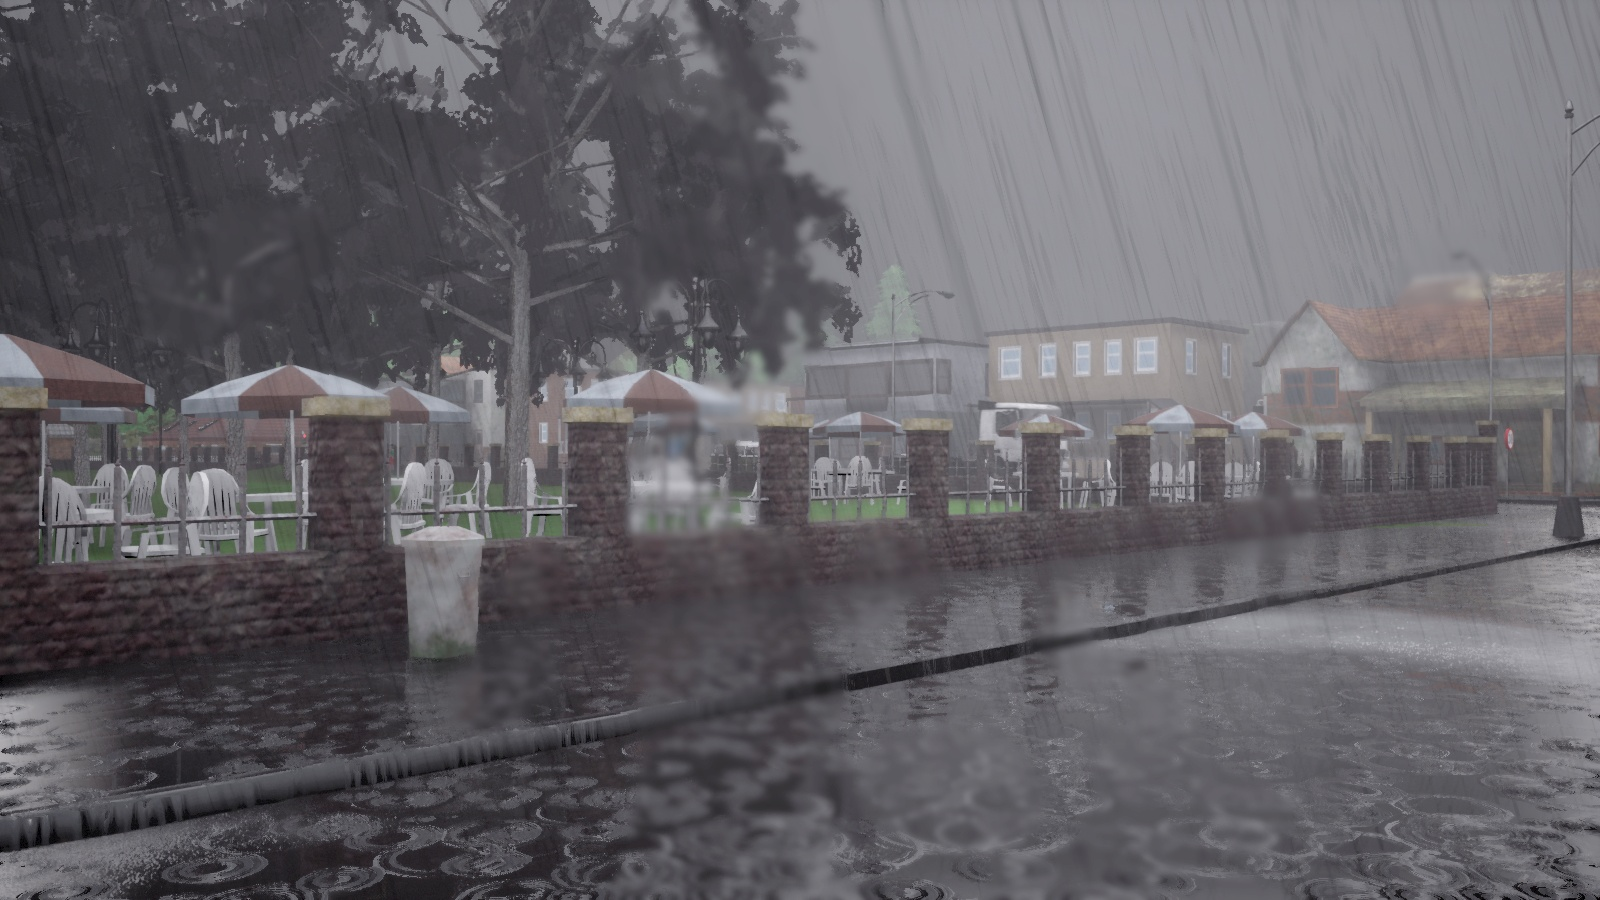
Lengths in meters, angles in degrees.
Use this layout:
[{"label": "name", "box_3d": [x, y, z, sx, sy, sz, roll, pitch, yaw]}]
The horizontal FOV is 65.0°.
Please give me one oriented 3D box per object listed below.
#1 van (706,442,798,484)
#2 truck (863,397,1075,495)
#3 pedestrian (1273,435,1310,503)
[{"label": "van", "box_3d": [-2.443, 0.621, 62.557, 4.480, 2.038, 2.069, 0, 0, 45]}, {"label": "truck", "box_3d": [6.352, -0.132, 48.289, 7.936, 3.462, 2.891, 0, 0, 45]}, {"label": "pedestrian", "box_3d": [13.240, 0.515, 33.865, 0.328, 1.805, 0.869, 0, 0, -44]}]
